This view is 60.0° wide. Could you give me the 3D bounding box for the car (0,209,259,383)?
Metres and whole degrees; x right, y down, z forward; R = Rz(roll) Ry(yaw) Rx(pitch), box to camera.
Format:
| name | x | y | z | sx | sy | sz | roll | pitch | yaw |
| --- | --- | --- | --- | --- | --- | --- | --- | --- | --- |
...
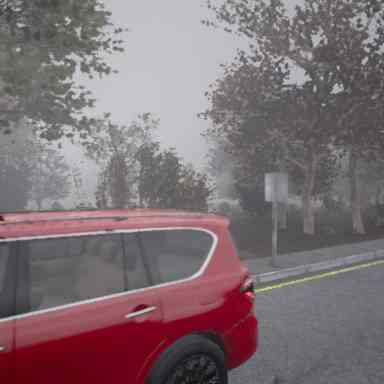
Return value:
| name | x | y | z | sx | sy | sz | roll | pitch | yaw |
| --- | --- | --- | --- | --- | --- | --- | --- | --- | --- |
| car | -1.850 | 1.222 | 2.993 | 5.566 | 2.045 | 2.150 | 1 | 0 | -35 |
